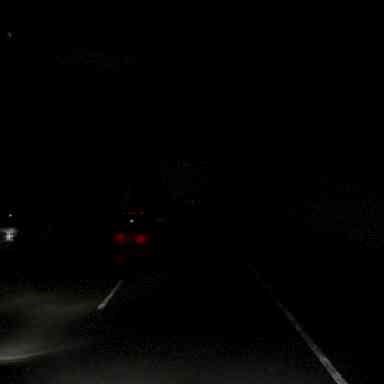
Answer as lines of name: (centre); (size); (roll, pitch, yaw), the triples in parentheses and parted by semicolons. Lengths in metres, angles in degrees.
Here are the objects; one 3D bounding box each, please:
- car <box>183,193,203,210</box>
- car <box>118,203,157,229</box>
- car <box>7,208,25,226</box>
car: (0.083, 1.118, 40.224); (2.150, 2.045, 5.566); (0, 0, 0)
car: (-3.409, 1.436, 21.318); (2.128, 1.511, 4.902); (0, 0, 0)
car: (-10.609, 1.541, 22.867); (1.895, 1.301, 4.718); (0, 0, 0)
